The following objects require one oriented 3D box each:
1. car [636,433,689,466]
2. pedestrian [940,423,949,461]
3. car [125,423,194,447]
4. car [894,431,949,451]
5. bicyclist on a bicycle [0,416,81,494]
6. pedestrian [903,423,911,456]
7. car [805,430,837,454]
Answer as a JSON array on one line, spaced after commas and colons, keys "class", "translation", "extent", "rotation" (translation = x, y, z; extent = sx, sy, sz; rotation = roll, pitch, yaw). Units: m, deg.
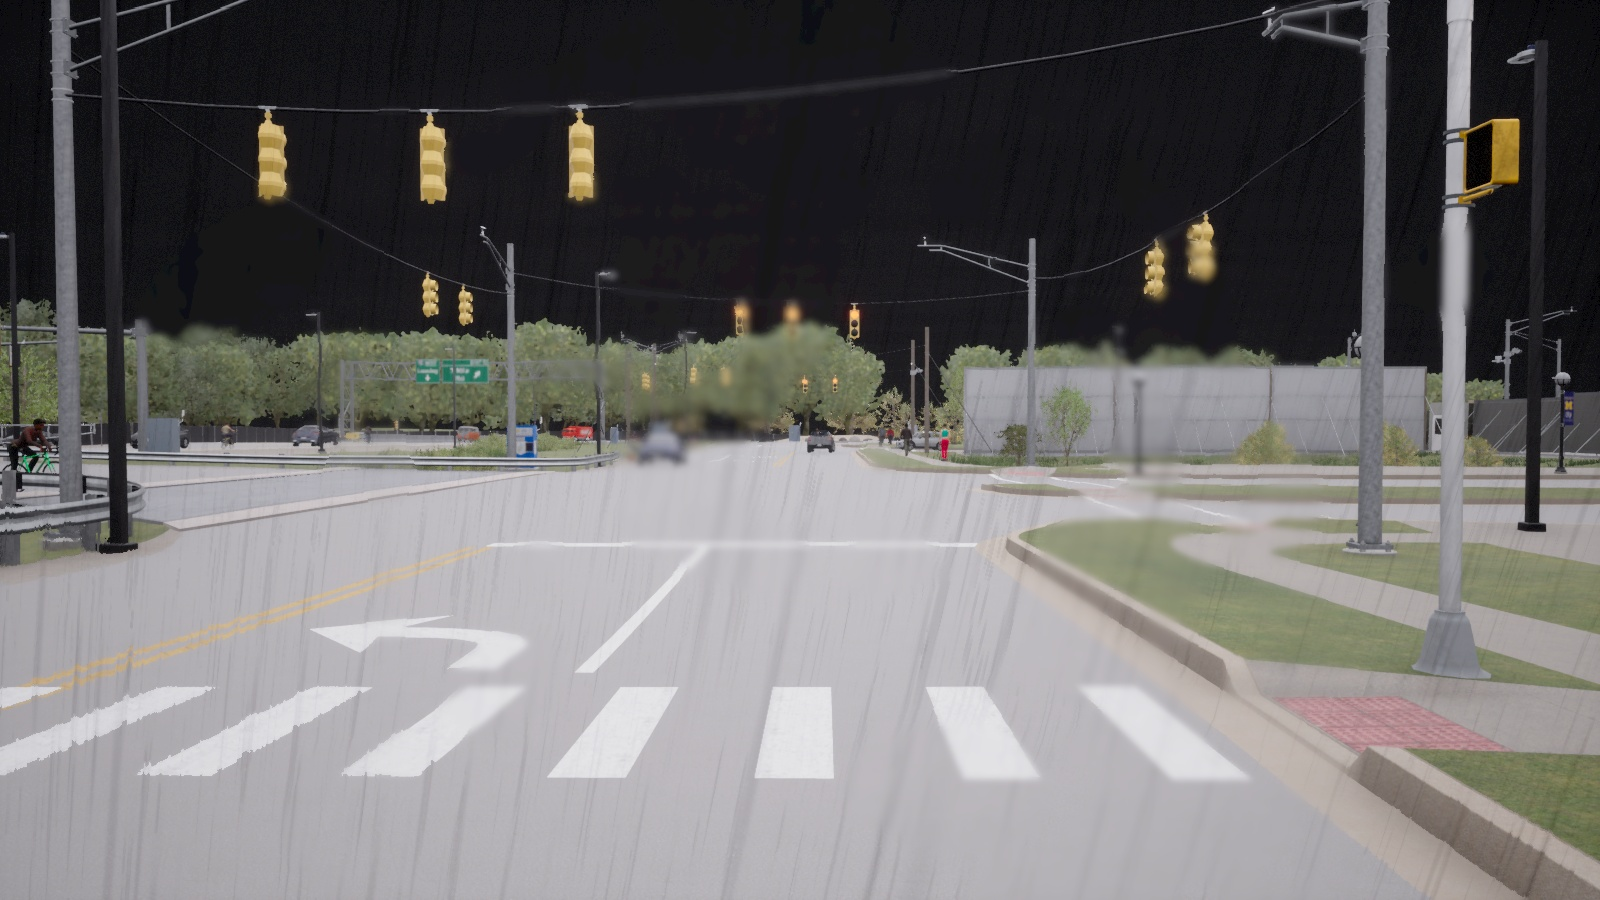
[{"class": "car", "translation": [-6.295, -0.042, 57.913], "extent": [1.812, 1.442, 4.674], "rotation": [0, 1, 1]}, {"class": "pedestrian", "translation": [6.980, -0.383, 60.529], "extent": [0.345, 1.836, 0.594], "rotation": [0, 2, 0]}, {"class": "car", "translation": [-40.516, -0.945, 79.601], "extent": [2.007, 1.525, 4.514], "rotation": [0, 1, 1]}, {"class": "car", "translation": [9.389, -0.709, 97.241], "extent": [3.806, 1.475, 1.970], "rotation": [1, 2, -9]}, {"class": "bicyclist on a bicycle", "translation": [-16.783, 0.111, 27.556], "extent": [1.656, 1.620, 0.582], "rotation": [-2, 0, 8]}, {"class": "pedestrian", "translation": [5.909, -0.594, 69.434], "extent": [0.431, 1.840, 0.703], "rotation": [0, 2, 5]}, {"class": "car", "translation": [1.425, -0.557, 83.866], "extent": [1.845, 1.501, 3.633], "rotation": [0, 1, 5]}]
